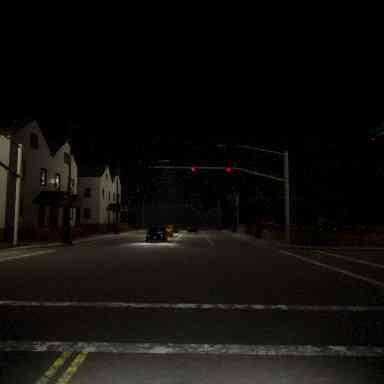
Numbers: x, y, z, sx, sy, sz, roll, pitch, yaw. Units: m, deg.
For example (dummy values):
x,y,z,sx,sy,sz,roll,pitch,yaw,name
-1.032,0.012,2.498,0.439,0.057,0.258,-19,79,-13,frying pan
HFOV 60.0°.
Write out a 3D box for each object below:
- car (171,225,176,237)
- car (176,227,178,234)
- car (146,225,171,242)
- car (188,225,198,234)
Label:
x,y,z,sx,sy,sz,roll,pitch,yaw,name
-3.474,5.120,43.684,1.882,1.535,5.008,0,-5,0,car
-3.419,6.303,55.913,1.994,1.385,4.181,0,-5,1,car
-3.502,4.247,33.647,1.837,1.490,4.892,0,-5,0,car
0.163,6.476,57.862,2.033,1.411,5.357,0,-5,0,car
